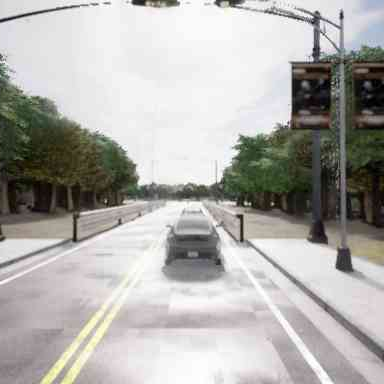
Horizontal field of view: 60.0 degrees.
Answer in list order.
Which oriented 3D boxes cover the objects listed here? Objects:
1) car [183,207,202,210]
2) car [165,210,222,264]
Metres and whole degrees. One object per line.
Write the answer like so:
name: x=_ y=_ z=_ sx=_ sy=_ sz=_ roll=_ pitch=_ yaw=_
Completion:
car: x=0.038 y=1.864 z=26.724 sx=1.895 sy=1.301 sz=4.718 roll=0 pitch=-1 yaw=1
car: x=0.050 y=1.628 z=12.336 sx=1.837 sy=1.490 sz=4.892 roll=0 pitch=0 yaw=0
